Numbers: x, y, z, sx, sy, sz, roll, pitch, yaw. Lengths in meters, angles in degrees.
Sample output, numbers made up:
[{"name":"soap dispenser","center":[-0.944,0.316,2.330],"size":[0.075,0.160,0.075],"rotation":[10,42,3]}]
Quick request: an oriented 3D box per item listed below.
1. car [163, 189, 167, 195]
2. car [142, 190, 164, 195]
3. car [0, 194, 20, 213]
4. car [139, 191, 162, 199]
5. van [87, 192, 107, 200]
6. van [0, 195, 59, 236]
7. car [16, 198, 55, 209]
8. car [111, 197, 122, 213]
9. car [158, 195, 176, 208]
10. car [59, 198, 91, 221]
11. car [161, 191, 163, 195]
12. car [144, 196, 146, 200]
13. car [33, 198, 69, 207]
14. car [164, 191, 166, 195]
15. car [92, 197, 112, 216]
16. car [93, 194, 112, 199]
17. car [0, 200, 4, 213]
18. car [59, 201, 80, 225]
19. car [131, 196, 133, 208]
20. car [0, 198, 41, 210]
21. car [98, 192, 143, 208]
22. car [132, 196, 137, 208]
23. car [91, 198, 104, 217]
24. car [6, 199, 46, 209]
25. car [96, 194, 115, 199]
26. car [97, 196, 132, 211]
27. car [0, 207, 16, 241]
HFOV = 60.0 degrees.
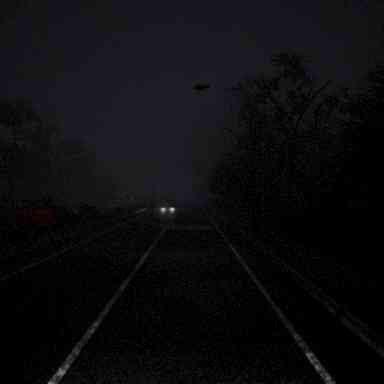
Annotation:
[{"name":"car","center":[-10.466,0.867,93.378],"size":[5.566,2.045,2.435],"rotation":[0,0,0]},{"name":"car","center":[-10.479,1.014,87.807],"size":[4.553,1.767,2.185],"rotation":[0,0,0]},{"name":"car","center":[-23.350,1.312,38.589],"size":[5.566,2.045,2.435],"rotation":[0,0,0]},{"name":"car","center":[-10.430,1.165,82.237],"size":[4.792,1.488,2.163],"rotation":[0,0,0]},{"name":"van","center":[-23.412,0.910,82.179],"size":[4.442,1.987,1.878],"rotation":[1,0,0]},{"name":"van","center":[-10.379,1.264,19.119],"size":[4.442,1.987,1.878],"rotation":[0,0,0]},{"name":"car","center":[-23.280,1.684,49.666],"size":[4.792,1.488,2.163],"rotation":[0,0,0]},{"name":"car","center":[-10.063,1.518,32.868],"size":[5.366,1.575,1.946],"rotation":[0,0,0]},{"name":"car","center":[-3.413,1.619,49.458],"size":[2.033,1.411,5.357],"rotation":[0,0,0]},{"name":"car","center":[-10.288,1.364,24.669],"size":[4.553,1.767,2.185],"rotation":[0,0,0]},{"name":"car","center":[-10.483,1.167,85.021],"size":[4.792,1.488,2.163],"rotation":[0,0,0]},{"name":"car","center":[-10.198,1.708,52.422],"size":[4.792,1.488,2.163],"rotation":[0,0,0]},{"name":"car","center":[-23.299,1.698,55.083],"size":[5.008,1.535,2.097],"rotation":[0,0,0]},{"name":"car","center":[-10.438,1.134,90.586],"size":[5.008,1.535,2.097],"rotation":[0,0,0]},{"name":"car","center":[-10.436,1.502,30.216],"size":[5.366,1.575,1.946],"rotation":[0,0,0]},{"name":"car","center":[-23.531,1.178,87.637],"size":[4.674,1.452,2.002],"rotation":[0,0,0]},{"name":"car","center":[-23.296,1.570,35.818],"size":[4.792,1.488,2.163],"rotation":[0,0,0]},{"name":"car","center":[-10.289,1.518,21.896],"size":[4.792,1.488,2.163],"rotation":[0,0,0]},{"name":"car","center":[-10.245,1.588,41.317],"size":[4.892,1.521,2.231],"rotation":[0,0,0]},{"name":"car","center":[-23.130,1.606,44.126],"size":[5.366,1.575,1.946],"rotation":[0,0,0]},{"name":"car","center":[-10.261,1.381,46.872],"size":[5.566,2.045,2.435],"rotation":[0,0,0]},{"name":"car","center":[-10.421,1.607,44.094],"size":[5.366,1.575,1.946],"rotation":[0,0,0]},{"name":"car","center":[-10.248,1.495,27.448],"size":[4.892,1.521,2.231],"rotation":[0,0,0]},{"name":"car","center":[-23.310,1.671,46.896],"size":[4.674,1.452,2.002],"rotation":[0,0,0]},{"name":"car","center":[-23.552,1.162,90.549],"size":[4.792,1.488,2.163],"rotation":[0,0,0]},{"name":"car","center":[-10.057,1.562,38.542],"size":[5.366,1.575,1.946],"rotation":[0,0,0]},{"name":"car","center":[-10.240,1.522,13.567],"size":[4.792,1.488,2.163],"rotation":[0,0,0]}]
